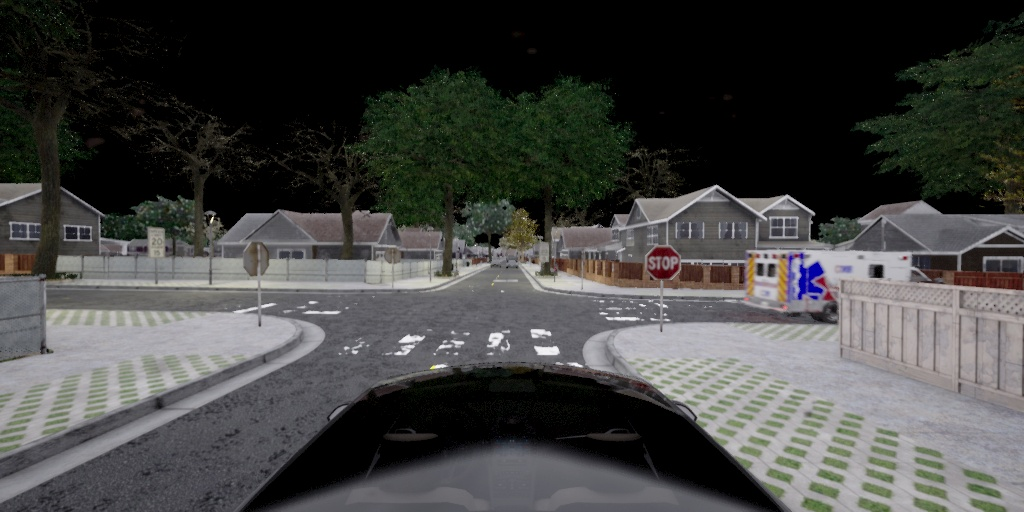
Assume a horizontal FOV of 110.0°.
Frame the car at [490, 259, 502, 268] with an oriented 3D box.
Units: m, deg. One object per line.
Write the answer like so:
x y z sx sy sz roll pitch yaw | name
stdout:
-2.734 1.336 62.396 1.837 1.490 4.892 0 0 0 | car

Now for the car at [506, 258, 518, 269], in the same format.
0.015 1.382 57.798 1.994 1.385 4.181 0 0 0 | car

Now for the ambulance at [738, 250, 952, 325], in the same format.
11.928 1.060 12.777 6.366 2.431 2.351 1 1 1 | ambulance
